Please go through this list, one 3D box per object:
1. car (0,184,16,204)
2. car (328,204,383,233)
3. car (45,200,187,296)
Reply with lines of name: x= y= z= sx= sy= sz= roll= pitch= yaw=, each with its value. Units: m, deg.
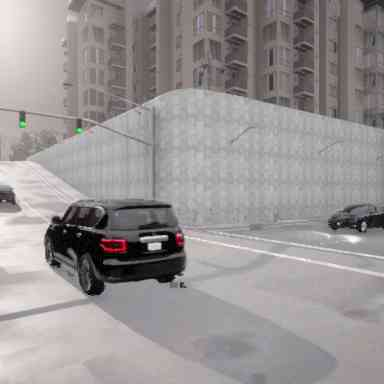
car: x=-16.608 y=0.094 z=28.916 sx=1.837 sy=1.490 sz=4.892 roll=0 pitch=9 yaw=-36
car: x=10.061 y=1.502 z=19.748 sx=4.892 sy=1.490 sz=1.837 roll=0 pitch=0 yaw=-35
car: x=-2.342 y=1.220 z=9.046 sx=2.150 sy=2.045 sz=5.566 roll=0 pitch=0 yaw=-36
